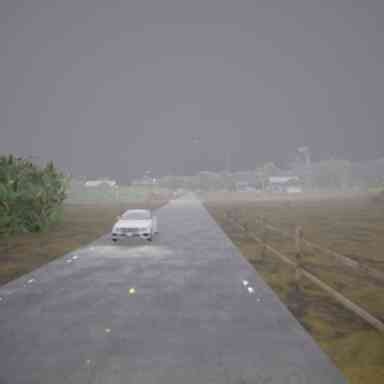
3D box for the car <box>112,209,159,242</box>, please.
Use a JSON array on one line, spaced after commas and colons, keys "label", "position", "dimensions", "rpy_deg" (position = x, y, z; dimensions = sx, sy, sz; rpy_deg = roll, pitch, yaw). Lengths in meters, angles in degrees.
[{"label": "car", "position": [-2.764, 1.613, 17.049], "dimensions": [1.812, 1.442, 4.674], "rpy_deg": [0, 0, 0]}]
